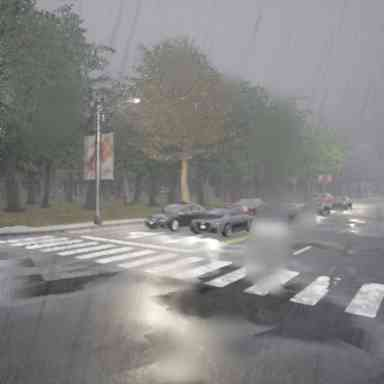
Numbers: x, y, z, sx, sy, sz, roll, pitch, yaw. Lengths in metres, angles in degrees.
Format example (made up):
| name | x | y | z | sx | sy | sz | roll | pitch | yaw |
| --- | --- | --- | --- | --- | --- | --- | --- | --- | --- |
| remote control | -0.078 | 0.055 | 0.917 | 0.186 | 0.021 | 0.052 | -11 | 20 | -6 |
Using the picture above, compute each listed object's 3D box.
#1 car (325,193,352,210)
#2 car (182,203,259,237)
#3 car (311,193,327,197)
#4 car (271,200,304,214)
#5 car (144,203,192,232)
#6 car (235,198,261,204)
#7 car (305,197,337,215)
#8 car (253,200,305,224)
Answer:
| name | x | y | z | sx | sy | sz | roll | pitch | yaw |
| --- | --- | --- | --- | --- | --- | --- | --- | --- | --- |
| car | 18.759 | 1.324 | 41.993 | 2.097 | 1.767 | 4.553 | 1 | 0 | 36 |
| car | 1.668 | 1.513 | 17.784 | 1.994 | 1.385 | 4.181 | 1 | 0 | 35 |
| car | 18.126 | 1.174 | 46.685 | 2.150 | 2.045 | 5.566 | 1 | 0 | 36 |
| car | 10.329 | 1.538 | 35.735 | 1.895 | 1.301 | 4.718 | 1 | 0 | 35 |
| car | -0.797 | 1.427 | 19.926 | 1.837 | 1.490 | 4.892 | 1 | 0 | 35 |
| car | 4.501 | 1.281 | 27.455 | 2.097 | 1.767 | 4.553 | 1 | 0 | 35 |
| car | 12.544 | 1.511 | 33.246 | 2.033 | 1.411 | 5.357 | 1 | 0 | 35 |
| car | 6.515 | 1.520 | 24.637 | 1.994 | 1.385 | 4.181 | 1 | 0 | 37 |
